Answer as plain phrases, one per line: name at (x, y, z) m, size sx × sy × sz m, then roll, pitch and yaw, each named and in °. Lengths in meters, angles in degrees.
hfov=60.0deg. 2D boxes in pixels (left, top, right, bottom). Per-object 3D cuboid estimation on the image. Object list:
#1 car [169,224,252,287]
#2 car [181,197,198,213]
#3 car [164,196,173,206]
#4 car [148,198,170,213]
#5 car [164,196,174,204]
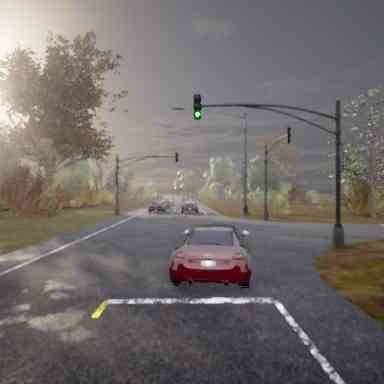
car at (0.665, 1.587, 9.491) m, size 1.994 × 1.385 × 4.181 m, roll 0°, pitch 0°, yaw 8°
car at (-0.278, 1.618, 38.399) m, size 1.812 × 1.442 × 4.674 m, roll 0°, pitch 0°, yaw -1°
car at (-4.128, 1.679, 47.491) m, size 1.994 × 1.385 × 4.181 m, roll 0°, pitch 0°, yaw -1°
car at (-3.962, 1.693, 38.301) m, size 1.895 × 1.301 × 4.718 m, roll 0°, pitch 0°, yaw -1°
car at (-4.639, 1.644, 68.314) m, size 1.882 × 1.535 × 5.008 m, roll 0°, pitch 0°, yaw -2°
